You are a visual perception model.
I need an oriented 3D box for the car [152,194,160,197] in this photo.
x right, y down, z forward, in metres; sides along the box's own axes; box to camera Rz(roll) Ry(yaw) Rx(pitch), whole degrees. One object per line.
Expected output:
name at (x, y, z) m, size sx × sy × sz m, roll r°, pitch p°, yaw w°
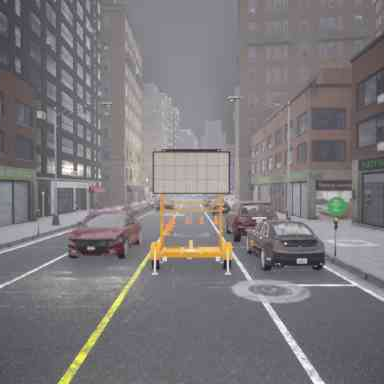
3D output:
car at (-5.753, 1.423, 43.781) m, size 1.967 × 1.590 × 4.097 m, roll -1°, pitch 0°, yaw 0°

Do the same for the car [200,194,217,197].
car at (2.754, 1.538, 54.819) m, size 1.947 × 1.339 × 4.313 m, roll -1°, pitch 0°, yaw 0°

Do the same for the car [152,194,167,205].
car at (-5.784, 1.281, 60.304) m, size 2.192 × 1.841 × 5.009 m, roll -1°, pitch 0°, yaw 0°

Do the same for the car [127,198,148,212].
car at (-5.733, 1.573, 32.765) m, size 1.802 × 1.307 × 4.206 m, roll -1°, pitch 0°, yaw 0°

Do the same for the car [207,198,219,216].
car at (2.792, 1.557, 32.793) m, size 1.947 × 1.339 × 4.313 m, roll -1°, pitch 0°, yaw 0°

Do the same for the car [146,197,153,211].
car at (-5.742, 1.569, 38.273) m, size 1.802 × 1.307 × 4.206 m, roll -1°, pitch 0°, yaw 0°

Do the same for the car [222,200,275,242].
car at (2.819, 1.312, 16.274) m, size 2.192 × 1.841 × 5.009 m, roll -1°, pitch 0°, yaw 0°

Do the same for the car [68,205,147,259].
car at (-3.125, 1.475, 12.784) m, size 1.882 × 1.535 × 5.008 m, roll 0°, pitch 0°, yaw 0°

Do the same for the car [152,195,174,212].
car at (-3.069, 1.465, 38.341) m, size 1.882 × 1.535 × 5.008 m, roll 0°, pitch 0°, yaw 0°

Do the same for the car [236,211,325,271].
car at (2.831, 1.549, 10.768) m, size 2.008 × 1.369 × 4.403 m, roll -1°, pitch 0°, yaw 0°

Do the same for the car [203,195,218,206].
car at (2.764, 1.544, 49.312) m, size 1.947 × 1.339 × 4.313 m, roll -1°, pitch 0°, yaw 0°

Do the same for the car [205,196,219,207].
car at (2.783, 1.513, 38.469) m, size 1.752 × 1.417 × 4.829 m, roll -1°, pitch 0°, yaw 0°

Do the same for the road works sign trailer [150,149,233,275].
road works sign trailer at (-0.019, 0.462, 10.444) m, size 2.380 × 3.560 × 2.880 m, roll 0°, pitch 0°, yaw 0°
